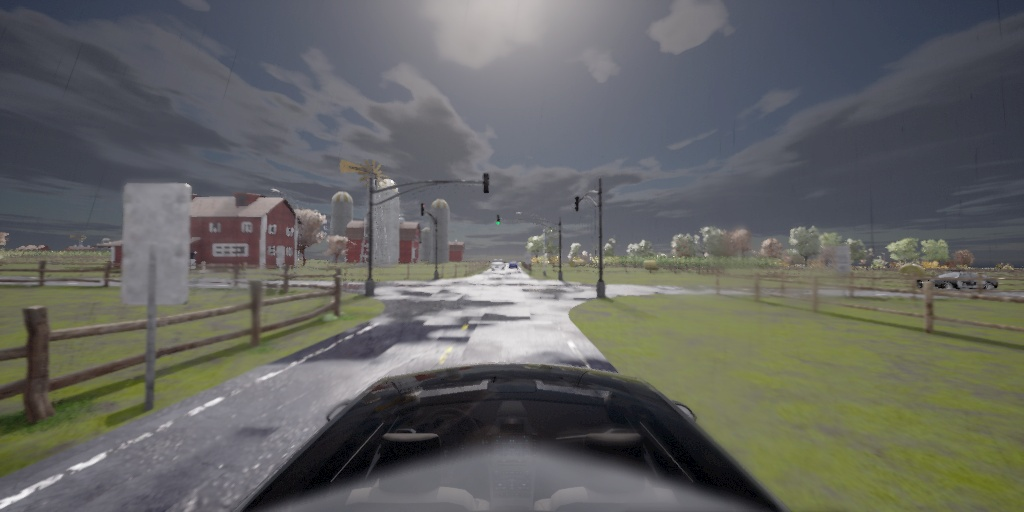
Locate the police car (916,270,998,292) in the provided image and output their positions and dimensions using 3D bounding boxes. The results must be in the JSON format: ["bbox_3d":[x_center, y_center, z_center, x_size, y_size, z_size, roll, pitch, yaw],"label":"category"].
[{"bbox_3d":[34.550,1.929,28.045,5.238,1.638,1.930,1,-2,0],"label":"police car"}]

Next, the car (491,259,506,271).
[{"bbox_3d":[-2.545,1.546,64.245,2.150,2.045,5.566,0,0,1],"label":"car"}]
